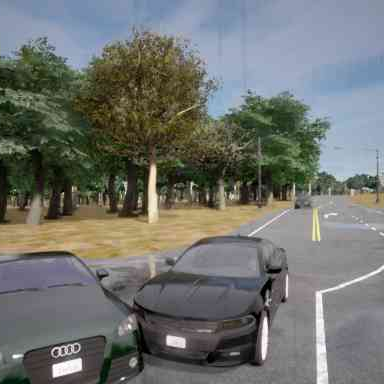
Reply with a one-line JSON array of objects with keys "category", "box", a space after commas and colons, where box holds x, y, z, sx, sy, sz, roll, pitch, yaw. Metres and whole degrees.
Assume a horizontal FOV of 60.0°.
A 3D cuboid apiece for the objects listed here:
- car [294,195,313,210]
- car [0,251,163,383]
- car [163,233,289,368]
[{"category": "car", "box": [15.996, 1.456, 47.569, 2.150, 2.045, 5.566, -1, 0, 23]}, {"category": "car", "box": [-2.335, 1.644, 5.028, 1.994, 1.385, 4.181, 1, -2, -33]}, {"category": "car", "box": [0.706, 1.614, 6.337, 1.882, 1.535, 5.008, -1, -2, 21]}]
